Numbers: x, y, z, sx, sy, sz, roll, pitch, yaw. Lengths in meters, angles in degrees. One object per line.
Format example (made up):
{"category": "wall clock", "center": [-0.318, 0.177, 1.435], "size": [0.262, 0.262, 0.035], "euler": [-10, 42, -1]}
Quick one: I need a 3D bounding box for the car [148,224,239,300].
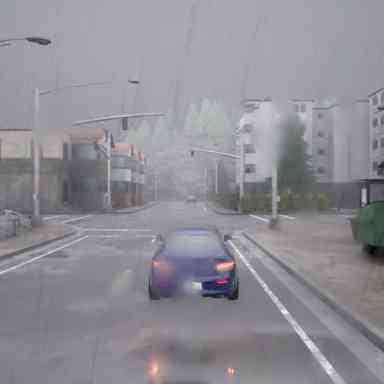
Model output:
{"category": "car", "center": [0.040, 1.526, 8.248], "size": [1.812, 1.442, 4.674], "euler": [0, 0, 0]}

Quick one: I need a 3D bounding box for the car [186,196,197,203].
{"category": "car", "center": [-0.141, 1.526, 66.890], "size": [1.812, 1.442, 4.674], "euler": [0, 0, 0]}
